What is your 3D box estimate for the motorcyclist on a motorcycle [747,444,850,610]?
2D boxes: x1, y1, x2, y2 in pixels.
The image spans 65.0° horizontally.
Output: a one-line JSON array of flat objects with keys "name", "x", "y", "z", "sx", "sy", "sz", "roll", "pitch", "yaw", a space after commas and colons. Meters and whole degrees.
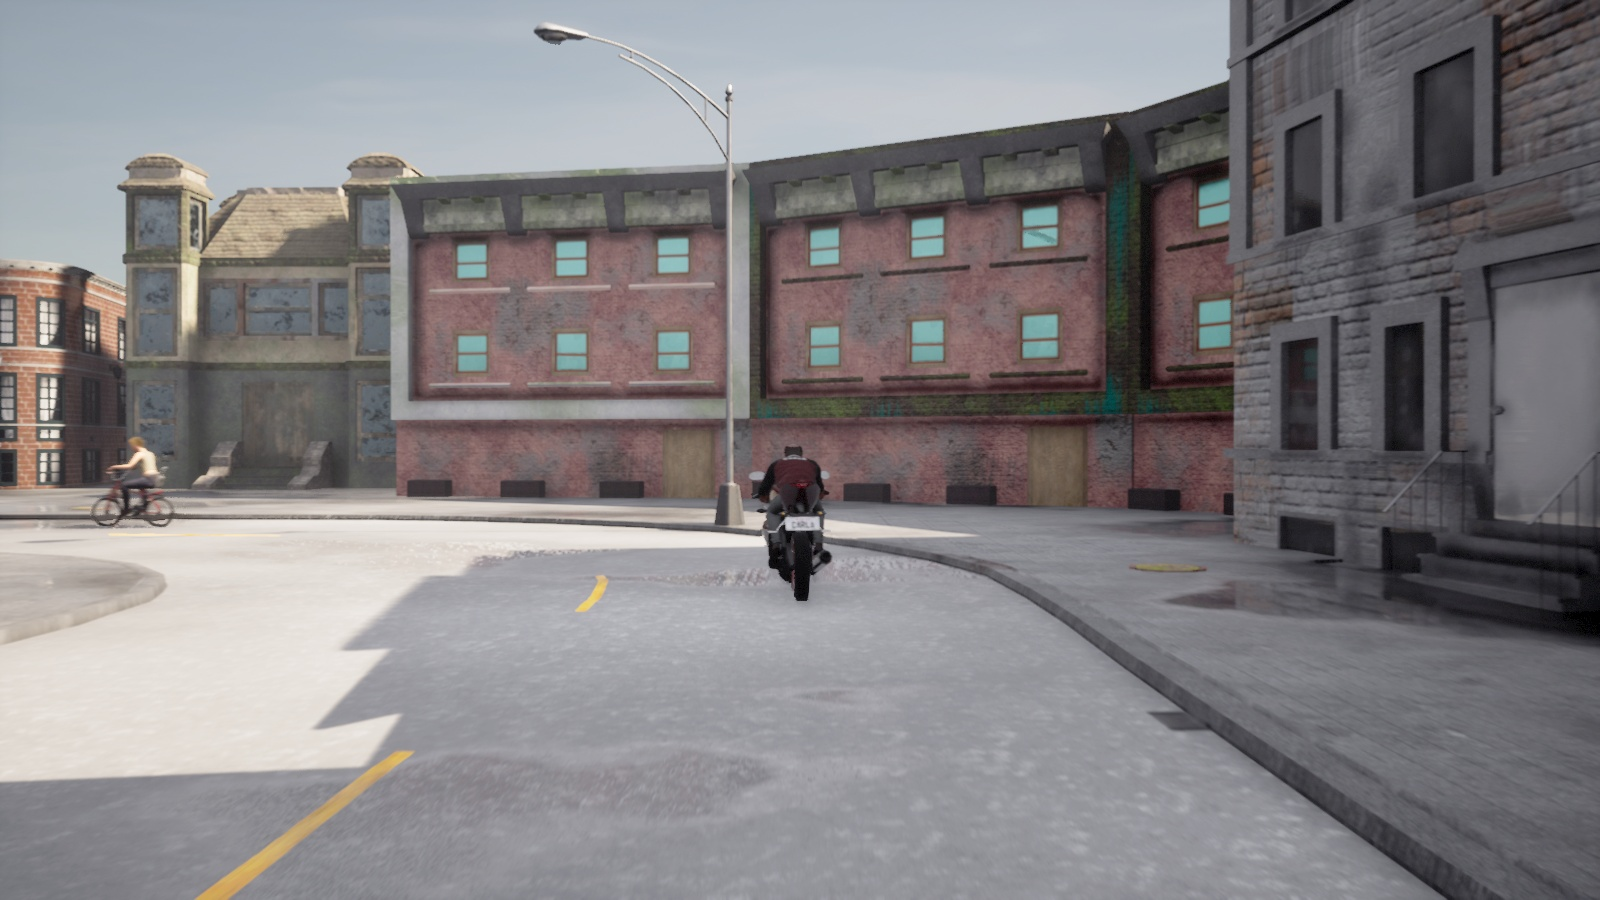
[{"name": "motorcyclist on a motorcycle", "x": -0.062, "y": 0.711, "z": 12.822, "sx": 0.866, "sy": 1.530, "sz": 2.191, "roll": -1, "pitch": 0, "yaw": -5}]

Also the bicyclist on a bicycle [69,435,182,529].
[{"name": "bicyclist on a bicycle", "x": -11.875, "y": 0.549, "z": 22.136, "sx": 1.509, "sy": 1.612, "sz": 0.866, "roll": 0, "pitch": 1, "yaw": 3}]
